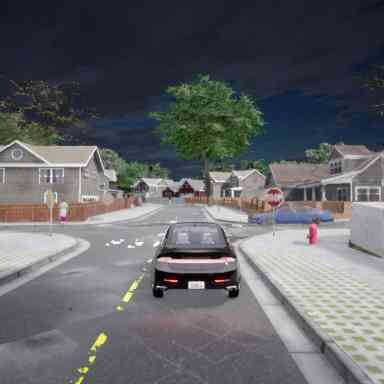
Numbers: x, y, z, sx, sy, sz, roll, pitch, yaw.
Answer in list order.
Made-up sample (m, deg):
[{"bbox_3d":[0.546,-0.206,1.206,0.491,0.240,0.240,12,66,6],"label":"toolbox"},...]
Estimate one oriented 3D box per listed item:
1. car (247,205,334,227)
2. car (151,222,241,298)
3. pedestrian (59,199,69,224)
[{"bbox_3d":[6.402,1.544,21.911,5.357,1.411,2.033,-1,-2,1],"label":"car"},{"bbox_3d":[0.079,1.506,8.544,2.128,1.511,4.902,0,0,0],"label":"car"},{"bbox_3d":[-9.708,1.454,25.017,0.375,1.860,0.375,0,-1,1],"label":"pedestrian"}]
